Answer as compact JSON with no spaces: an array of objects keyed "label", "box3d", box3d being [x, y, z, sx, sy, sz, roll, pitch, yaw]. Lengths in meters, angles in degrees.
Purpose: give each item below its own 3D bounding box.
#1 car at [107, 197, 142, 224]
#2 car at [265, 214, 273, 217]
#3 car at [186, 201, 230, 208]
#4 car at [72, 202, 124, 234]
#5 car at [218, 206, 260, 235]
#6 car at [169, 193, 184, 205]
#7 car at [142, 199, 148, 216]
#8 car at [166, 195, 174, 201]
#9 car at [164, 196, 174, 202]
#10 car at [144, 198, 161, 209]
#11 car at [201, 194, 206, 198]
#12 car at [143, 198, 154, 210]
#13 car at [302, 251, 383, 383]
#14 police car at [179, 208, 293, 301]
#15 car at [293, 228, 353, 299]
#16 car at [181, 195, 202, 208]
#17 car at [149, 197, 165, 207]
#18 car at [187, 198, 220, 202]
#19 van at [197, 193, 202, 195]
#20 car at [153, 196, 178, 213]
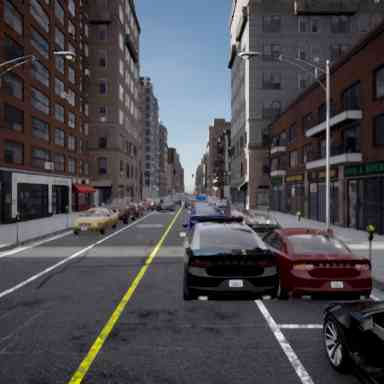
[{"label":"car","box3d":[-5.434,1.316,24.781,2.192,1.841,5.009,0,0,0]},{"label":"car","box3d":[2.611,1.551,13.765,2.008,1.369,4.403,0,0,0]},{"label":"car","box3d":[0.790,1.479,18.423,1.882,1.535,5.008,0,0,0]},{"label":"car","box3d":[-5.419,1.526,19.095,1.752,1.417,4.829,0,0,0]},{"label":"car","box3d":[2.601,1.583,19.284,1.802,1.307,4.206,0,0,0]},{"label":"car","box3d":[-2.856,1.355,57.101,2.097,1.767,4.553,0,0,0]},{"label":"car","box3d":[-5.444,1.584,30.300,1.802,1.307,4.206,0,0,0]},{"label":"car","box3d":[-5.545,1.550,85.136,1.887,1.381,4.507,0,0,0]},{"label":"car","box3d":[-5.535,1.556,79.455,2.008,1.369,4.403,0,0,0]},{"label":"car","box3d":[-5.475,1.529,46.685,1.752,1.417,4.829,0,0,0]},{"label":"car","box3d":[2.550,1.444,46.878,1.967,1.590,4.097,0,0,0]},{"label":"car","box3d":[-5.465,1.443,41.337,1.967,1.590,4.097,0,0,0]},{"label":"car","box3d":[2.632,1.566,2.727,1.947,1.339,4.313,0,0,0]},{"label":"police car","box3d":[0.712,1.426,8.514,1.930,1.638,5.238,0,0,-2]},{"label":"car","box3d":[2.621,1.544,8.246,1.887,1.381,4.507,0,0,0]},{"label":"car","box3d":[-0.063,1.495,46.417,2.128,1.511,4.902,0,0,0]},{"label":"car","box3d":[-5.485,1.555,52.373,2.008,1.369,4.403,0,0,0]},{"label":"car","box3d":[0.779,1.479,24.423,1.882,1.535,5.008,0,0,0]},{"label":"van","box3d":[2.490,1.346,79.478,1.690,1.788,3.998,0,0,0]},{"label":"car","box3d":[-2.916,1.508,37.655,1.837,1.490,4.892,0,0,0]}]
